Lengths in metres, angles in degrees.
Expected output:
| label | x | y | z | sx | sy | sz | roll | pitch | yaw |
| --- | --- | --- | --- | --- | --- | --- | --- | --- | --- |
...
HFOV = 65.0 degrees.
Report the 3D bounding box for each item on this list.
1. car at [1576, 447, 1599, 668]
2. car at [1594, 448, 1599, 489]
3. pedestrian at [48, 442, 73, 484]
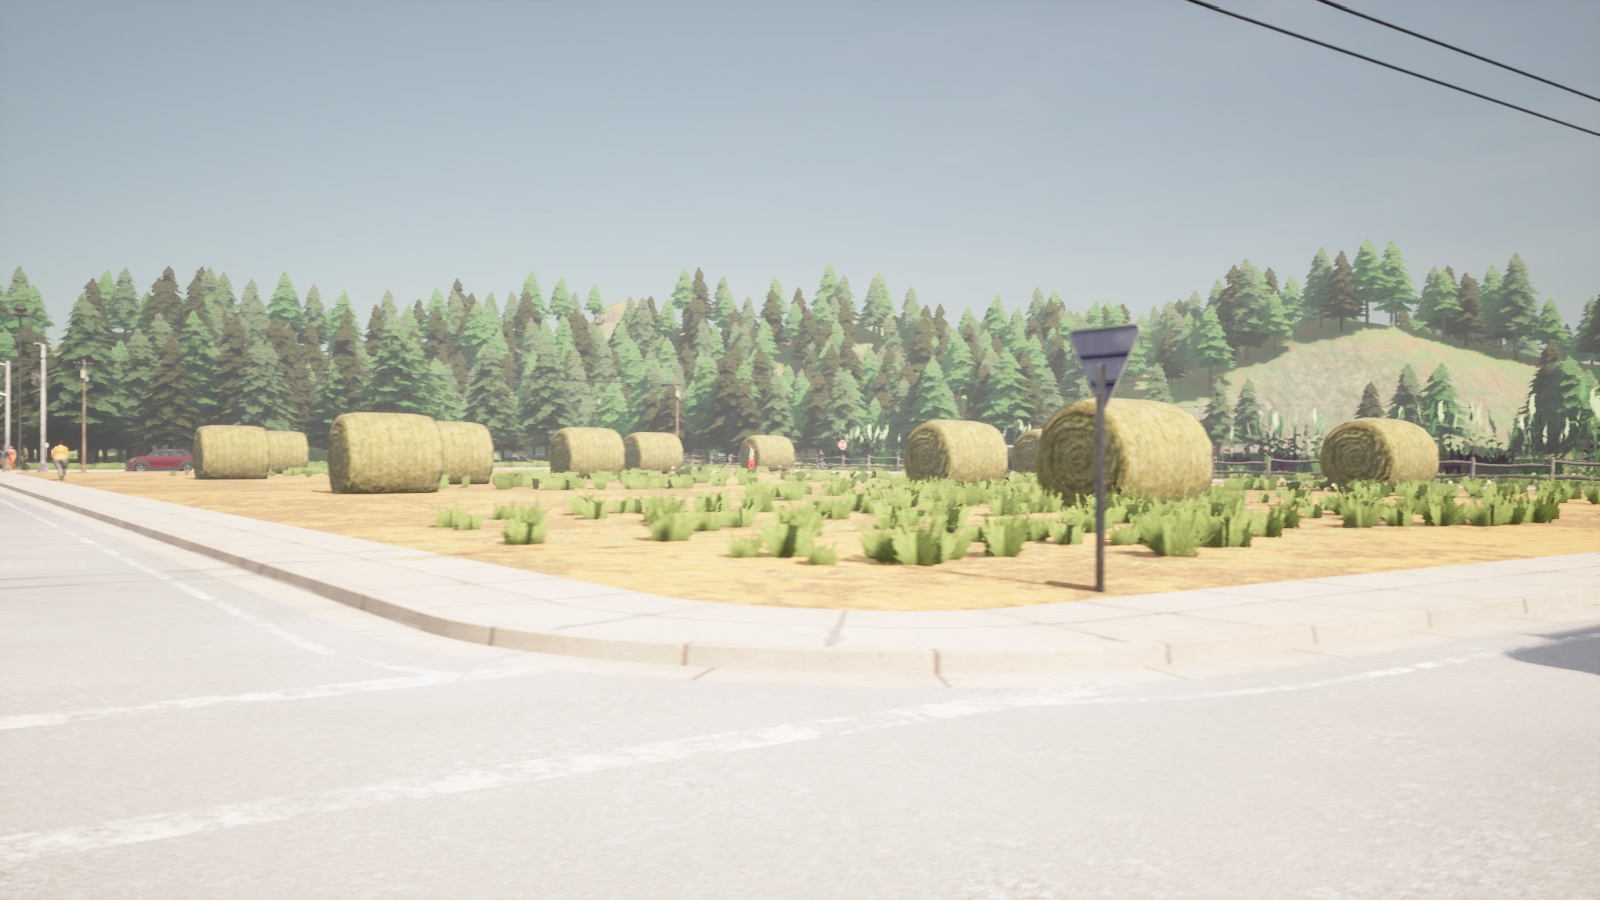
| label | x | y | z | sx | sy | sz | roll | pitch | yaw |
| --- | --- | --- | --- | --- | --- | --- | --- | --- | --- |
| car | 7.396 | 0.716 | 8.802 | 3.806 | 1.475 | 1.970 | 0 | 0 | -35 |
| car | 32.752 | 0.693 | 46.530 | 1.801 | 1.575 | 5.366 | 0 | 0 | -32 |
| pedestrian | -33.132 | 0.583 | 56.280 | 0.874 | 1.855 | 0.900 | 0 | 0 | -24 |
